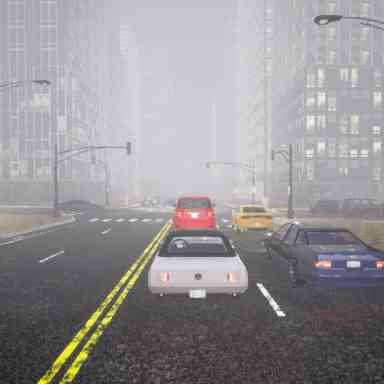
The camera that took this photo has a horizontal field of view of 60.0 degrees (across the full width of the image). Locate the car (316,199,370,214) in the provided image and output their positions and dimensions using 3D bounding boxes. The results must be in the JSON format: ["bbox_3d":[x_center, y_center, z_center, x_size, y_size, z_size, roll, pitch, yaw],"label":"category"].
[{"bbox_3d":[16.558,1.590,36.596,5.008,1.535,1.882,1,1,1],"label":"car"}]

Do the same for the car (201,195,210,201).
[{"bbox_3d":[3.334,1.457,81.619,2.033,1.411,5.357,0,0,0],"label":"car"}]

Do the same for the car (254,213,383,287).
[{"bbox_3d":[3.365,1.543,9.411,2.033,1.411,5.357,0,0,0],"label":"car"}]

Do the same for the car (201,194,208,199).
[{"bbox_3d":[3.344,1.265,92.036,1.812,1.442,4.674,0,0,0],"label":"car"}]

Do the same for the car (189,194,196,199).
[{"bbox_3d":[0.094,1.265,92.040,1.812,1.442,4.674,0,0,0],"label":"car"}]

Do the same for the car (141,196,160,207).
[{"bbox_3d":[-6.543,1.456,50.799,2.128,1.511,4.902,0,0,0],"label":"car"}]

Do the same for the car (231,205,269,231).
[{"bbox_3d":[3.374,1.468,19.230,1.882,1.535,5.008,0,0,1],"label":"car"}]

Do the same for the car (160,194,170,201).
[{"bbox_3d":[-6.418,1.282,80.673,2.097,1.767,4.553,0,0,0],"label":"car"}]

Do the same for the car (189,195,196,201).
[{"bbox_3d":[0.084,1.442,82.038,1.812,1.442,4.674,0,0,0],"label":"car"}]

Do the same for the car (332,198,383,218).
[{"bbox_3d":[16.233,1.518,30.816,5.009,1.841,2.192,1,0,1],"label":"car"}]

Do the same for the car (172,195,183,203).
[{"bbox_3d":[-3.177,1.465,71.581,2.128,1.511,4.902,0,0,0],"label":"car"}]

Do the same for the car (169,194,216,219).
[{"bbox_3d":[0.119,1.212,18.143,2.150,2.045,5.566,0,0,0],"label":"car"}]

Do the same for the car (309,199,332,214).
[{"bbox_3d":[14.253,1.495,33.433,4.553,1.767,2.097,1,1,1],"label":"car"}]

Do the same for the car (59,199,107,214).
[{"bbox_3d":[-11.035,1.444,33.854,4.674,1.442,1.812,0,1,1],"label":"car"}]

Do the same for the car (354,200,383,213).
[{"bbox_3d":[21.850,1.642,39.097,4.829,1.417,1.752,1,0,1],"label":"car"}]

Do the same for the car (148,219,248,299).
[{"bbox_3d":[0.110,1.597,8.384,1.895,1.301,4.718,0,0,0],"label":"car"}]

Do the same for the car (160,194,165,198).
[{"bbox_3d":[-6.492,1.431,60.473,1.882,1.535,5.008,0,0,-1],"label":"car"}]

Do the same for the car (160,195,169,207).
[{"bbox_3d":[-3.287,1.528,51.233,1.994,1.385,4.181,0,0,0],"label":"car"}]
